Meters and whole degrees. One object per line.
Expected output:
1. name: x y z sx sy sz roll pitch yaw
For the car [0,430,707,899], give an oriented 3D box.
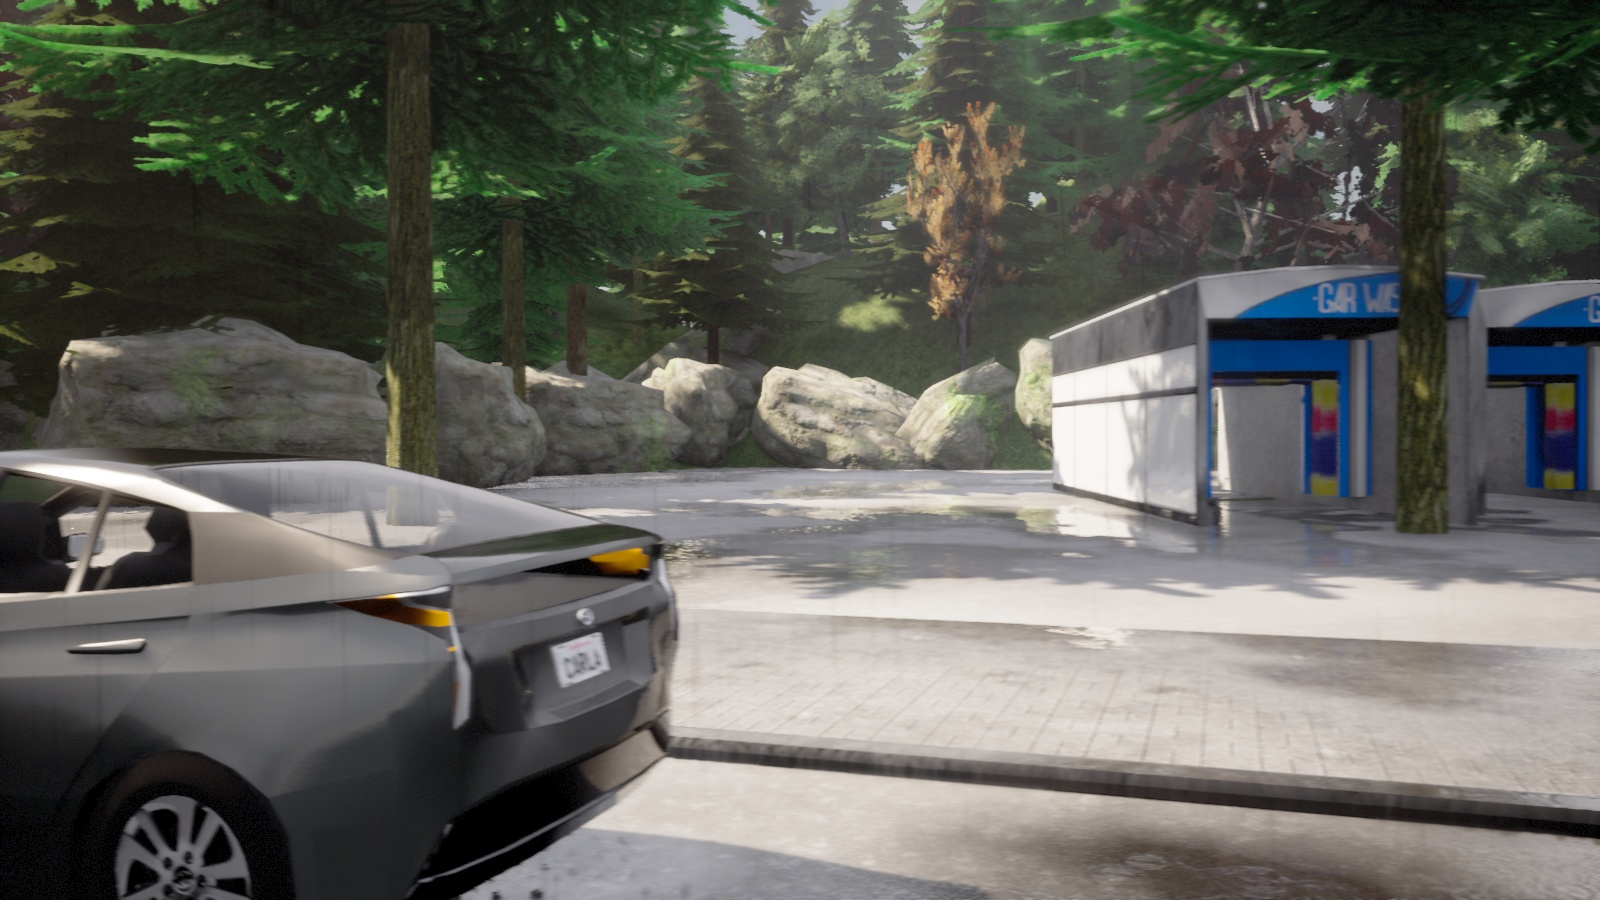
1. car: -2.822 0.690 4.669 4.514 1.525 2.007 1 1 19
